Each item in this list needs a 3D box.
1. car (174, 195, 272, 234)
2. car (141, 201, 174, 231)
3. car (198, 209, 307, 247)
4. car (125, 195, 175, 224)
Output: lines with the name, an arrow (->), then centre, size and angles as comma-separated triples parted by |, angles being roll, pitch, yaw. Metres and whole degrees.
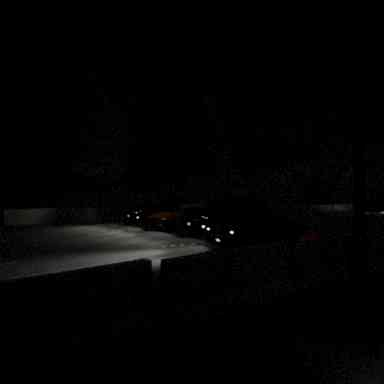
car -> 2.092, 1.266, 18.382 | 5.566, 2.045, 2.150 | 0, 0, -35
car -> -0.378, 1.519, 20.918 | 5.008, 1.535, 1.882 | 0, 0, -35
car -> 2.853, 1.637, 14.626 | 4.718, 1.301, 1.895 | 0, 0, -35
car -> -2.019, 1.265, 24.049 | 5.566, 2.045, 2.150 | 0, 0, -35
